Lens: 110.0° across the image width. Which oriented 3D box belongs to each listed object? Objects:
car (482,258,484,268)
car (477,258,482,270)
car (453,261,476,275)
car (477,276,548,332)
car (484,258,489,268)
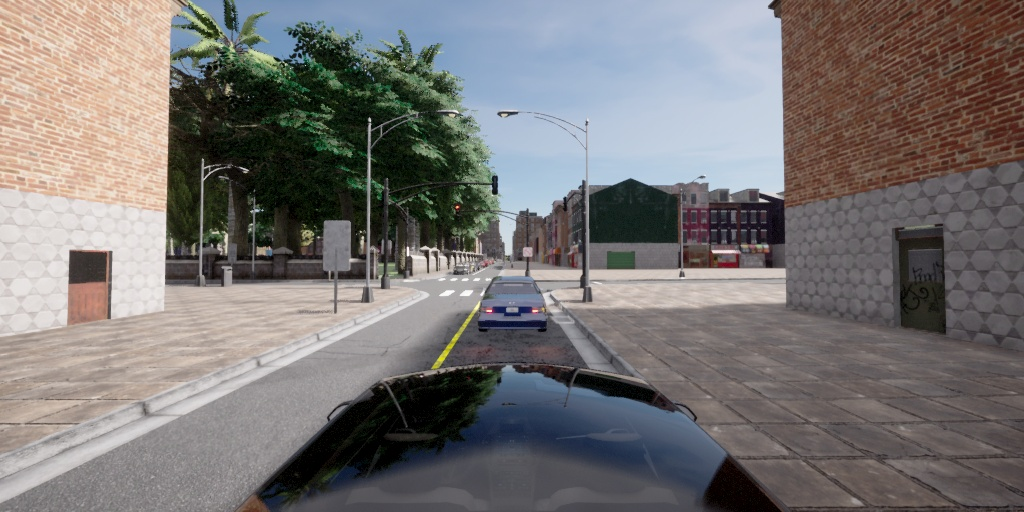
[{"bbox_3d":[-5.562,1.375,52.581,1.948,1.339,4.313,0,0,0],"label":"car"},{"bbox_3d":[-5.522,1.348,47.131,2.007,1.370,4.403,0,0,0],"label":"car"},{"bbox_3d":[-5.497,1.336,39.996,2.007,1.370,4.403,0,0,0],"label":"car"},{"bbox_3d":[0.027,1.302,10.850,2.033,1.411,5.357,0,0,1],"label":"car"},{"bbox_3d":[-5.641,1.422,63.481,1.802,1.307,4.207,0,0,0],"label":"car"}]
